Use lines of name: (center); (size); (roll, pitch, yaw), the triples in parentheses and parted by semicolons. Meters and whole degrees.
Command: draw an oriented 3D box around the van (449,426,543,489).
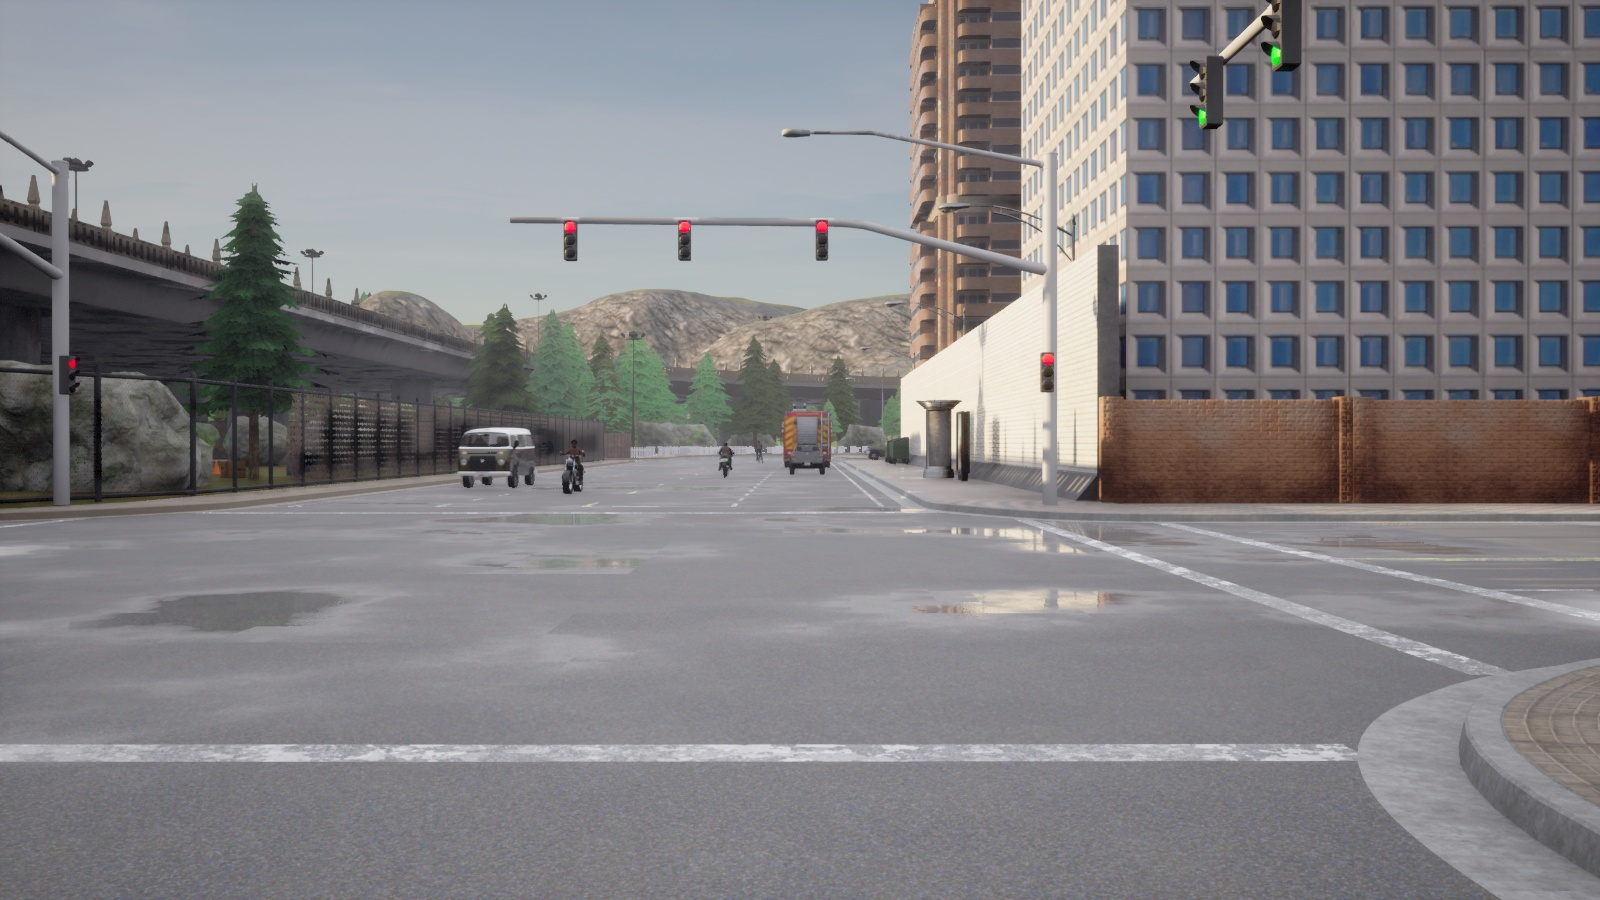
van: (-10.253, 0.221, 42.658); (2.069, 2.038, 4.480); (0, 0, 0)

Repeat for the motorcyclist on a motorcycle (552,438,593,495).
motorcyclist on a motorcycle: (-6.781, 0.480, 37.514); (0.766, 1.649, 2.350); (0, 0, 0)

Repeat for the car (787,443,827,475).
car: (0.343, 0.421, 60.252); (1.845, 1.501, 3.633); (0, 0, 0)

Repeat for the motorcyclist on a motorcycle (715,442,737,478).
motorcyclist on a motorcycle: (-3.190, 0.420, 54.191); (0.797, 1.523, 2.044); (0, 0, 0)

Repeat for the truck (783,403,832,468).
truck: (0.443, -0.861, 78.359); (2.891, 3.827, 8.468); (0, 0, 0)
